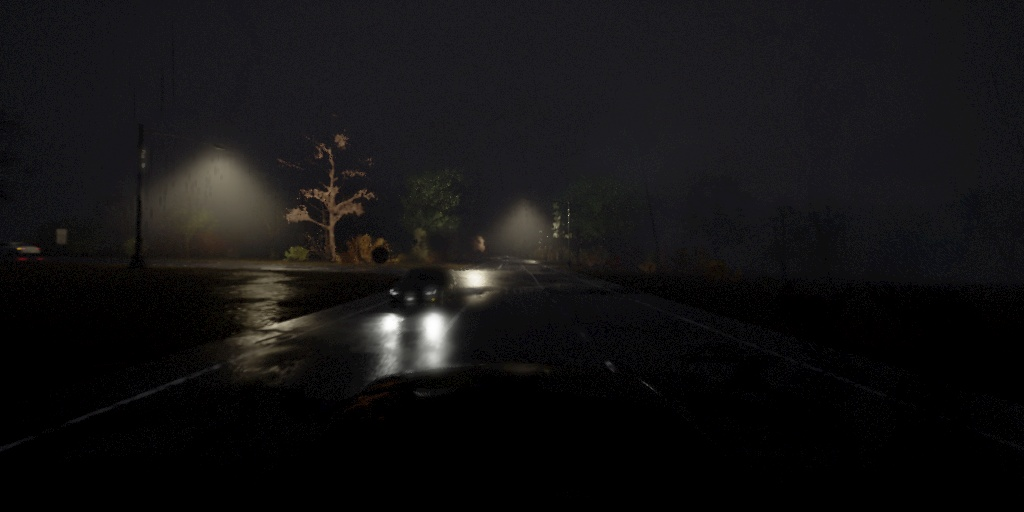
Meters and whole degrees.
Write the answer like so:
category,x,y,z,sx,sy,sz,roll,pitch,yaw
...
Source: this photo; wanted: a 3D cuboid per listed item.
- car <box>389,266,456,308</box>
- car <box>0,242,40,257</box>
category,x,y,z,sx,sy,sz,roll,pitch,yaw
car,-3.487,1.204,14.719,1.837,1.490,4.892,0,0,0
car,-49.303,-0.665,35.150,4.674,1.442,1.812,2,0,0
